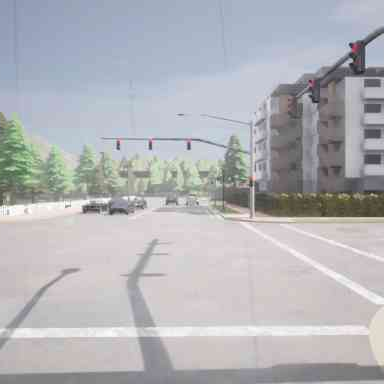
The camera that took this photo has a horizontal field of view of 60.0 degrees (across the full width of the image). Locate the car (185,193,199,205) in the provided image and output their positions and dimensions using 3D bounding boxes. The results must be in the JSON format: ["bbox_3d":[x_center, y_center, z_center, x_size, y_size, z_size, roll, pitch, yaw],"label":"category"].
[{"bbox_3d":[0.059,1.221,58.096,2.150,2.045,5.566,0,0,0],"label":"car"}]

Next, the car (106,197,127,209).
[{"bbox_3d":[-10.517,1.478,46.687,1.882,1.535,5.008,0,0,0],"label":"car"}]

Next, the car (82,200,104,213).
[{"bbox_3d":[-10.535,1.601,36.647,1.895,1.301,4.718,0,0,0],"label":"car"}]

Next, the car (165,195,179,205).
[{"bbox_3d":[-3.441,1.352,58.025,2.097,1.767,4.553,0,0,0],"label":"car"}]

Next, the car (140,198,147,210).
[{"bbox_3d":[-7.033,1.491,43.708,2.128,1.511,4.902,0,0,0],"label":"car"}]

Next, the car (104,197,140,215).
[{"bbox_3d":[-7.049,1.547,34.058,2.033,1.411,5.357,0,0,1],"label":"car"}]
